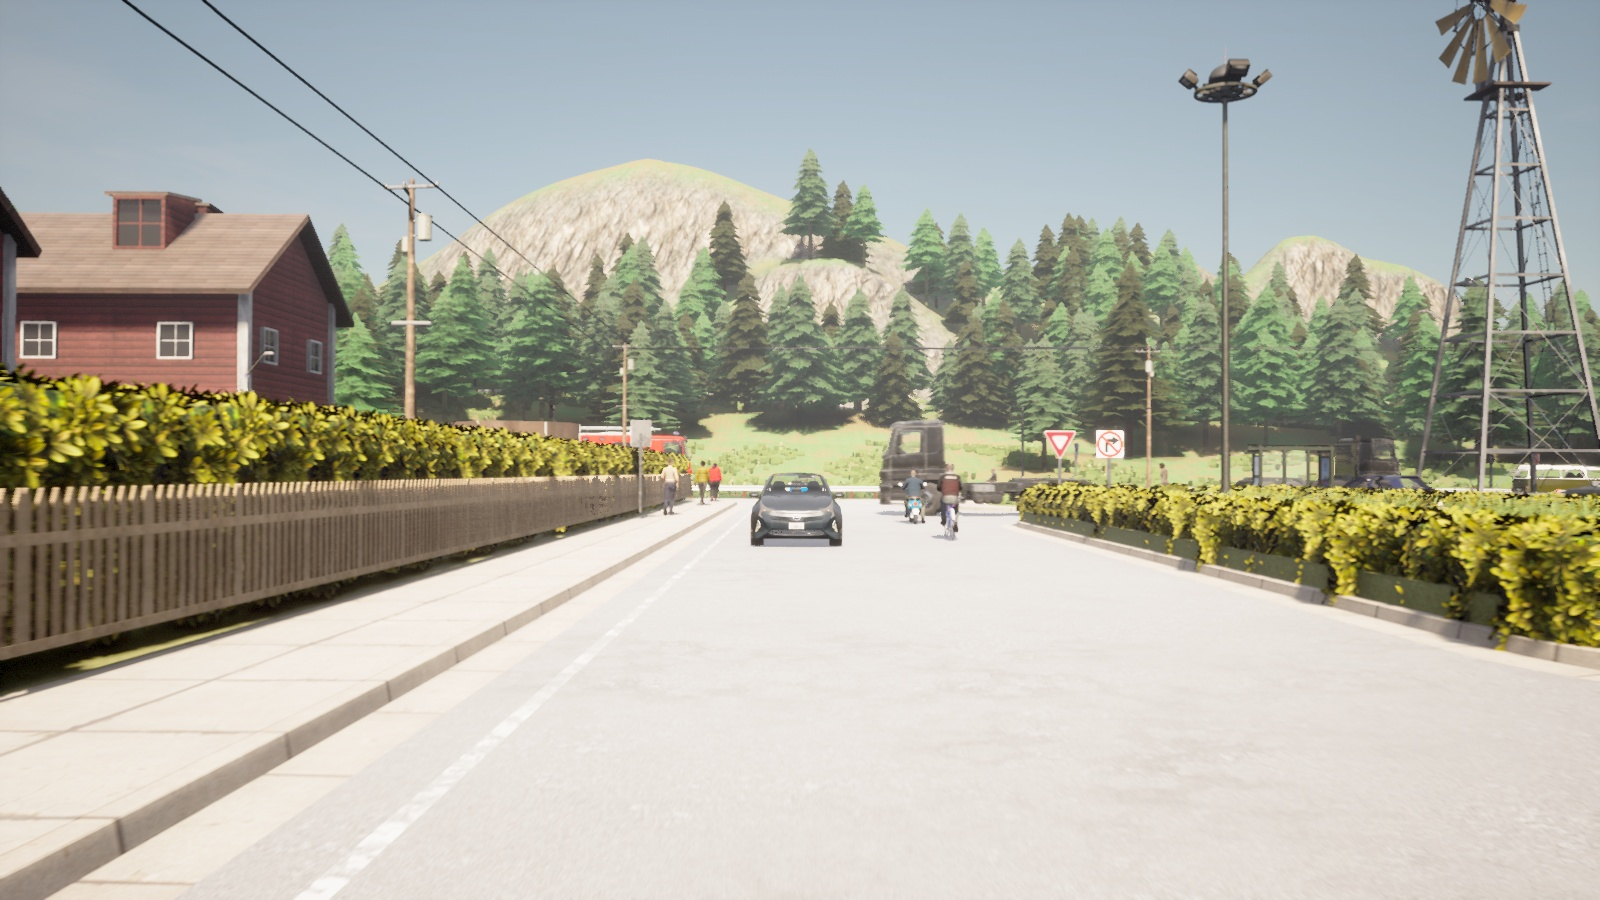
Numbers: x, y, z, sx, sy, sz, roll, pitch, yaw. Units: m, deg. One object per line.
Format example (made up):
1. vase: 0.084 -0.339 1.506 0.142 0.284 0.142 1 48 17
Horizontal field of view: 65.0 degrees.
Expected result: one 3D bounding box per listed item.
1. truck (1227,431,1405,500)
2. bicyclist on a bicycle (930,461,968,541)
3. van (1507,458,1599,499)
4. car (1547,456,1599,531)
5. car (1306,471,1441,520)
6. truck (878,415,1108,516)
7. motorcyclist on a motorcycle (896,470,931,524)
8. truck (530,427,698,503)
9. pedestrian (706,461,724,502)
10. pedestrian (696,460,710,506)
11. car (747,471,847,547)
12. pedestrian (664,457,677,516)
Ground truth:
1. truck: 26.454 0.809 64.640 7.936 3.462 2.891 0 -1 0
2. bicyclist on a bicycle: 3.430 1.157 29.025 0.659 1.776 1.843 0 -1 0
3. van: 39.210 1.463 64.592 4.480 2.038 2.069 0 -1 0
4. car: 20.693 1.068 30.862 1.932 1.855 4.605 0 0 0
5. car: 18.659 1.441 40.995 1.845 1.501 3.633 0 -1 -26
6. truck: 6.775 0.561 45.054 7.936 3.462 2.891 0 -1 4
7. motorcyclist on a motorcycle: 3.410 1.387 37.770 0.866 1.590 1.817 0 -1 0
8. truck: -9.574 0.779 65.134 8.468 3.827 2.891 0 -1 -7
9. pedestrian: -3.911 1.449 57.561 0.634 1.844 0.899 0 -1 9
10. pedestrian: -3.912 1.336 50.818 0.431 1.840 0.709 0 -1 5
11. car: -0.065 1.221 27.415 2.007 1.525 4.514 0 -1 0
12. pedestrian: -4.095 1.152 39.766 0.345 1.836 0.594 0 -1 -1
